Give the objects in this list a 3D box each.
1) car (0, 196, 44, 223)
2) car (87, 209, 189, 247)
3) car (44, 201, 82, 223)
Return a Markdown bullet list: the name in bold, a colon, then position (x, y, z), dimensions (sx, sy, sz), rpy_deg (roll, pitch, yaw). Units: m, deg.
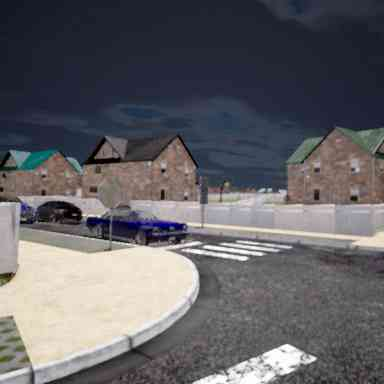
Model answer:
- **car**: position (-11.861, 1.050, 21.342), dimensions (4.553, 1.767, 2.097), rpy_deg (1, -2, 38)
- **car**: position (-2.311, 1.380, 13.589), dimensions (4.718, 1.301, 1.895), rpy_deg (0, -2, 44)
- **car**: position (-9.466, 1.326, 23.072), dimensions (4.674, 1.442, 1.812), rpy_deg (1, -2, 38)
